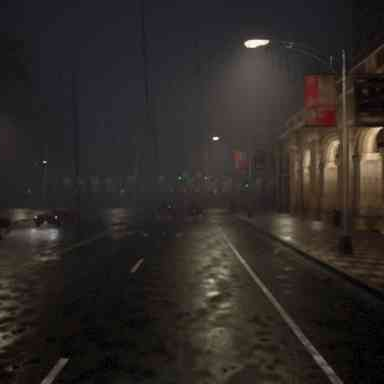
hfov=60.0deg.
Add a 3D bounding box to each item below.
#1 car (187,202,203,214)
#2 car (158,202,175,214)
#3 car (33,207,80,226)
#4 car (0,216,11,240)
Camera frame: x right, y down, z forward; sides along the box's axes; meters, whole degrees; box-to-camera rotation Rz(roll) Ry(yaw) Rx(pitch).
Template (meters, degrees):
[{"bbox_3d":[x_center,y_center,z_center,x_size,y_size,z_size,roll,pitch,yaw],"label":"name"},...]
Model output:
[{"bbox_3d":[0.362,1.943,41.049,2.128,1.511,4.902,0,-1,1],"label":"car"},{"bbox_3d":[-3.147,1.946,41.346,2.128,1.511,4.902,0,-1,1],"label":"car"},{"bbox_3d":[-10.376,1.884,25.815,1.895,1.301,4.718,0,-1,1],"label":"car"},{"bbox_3d":[-10.531,1.648,15.535,1.882,1.535,5.008,0,-1,1],"label":"car"}]
